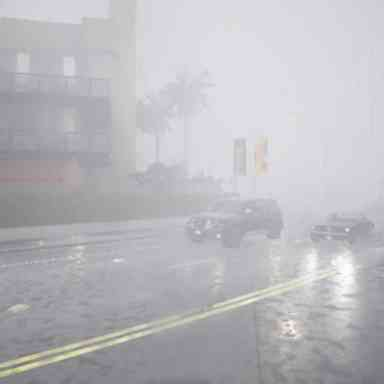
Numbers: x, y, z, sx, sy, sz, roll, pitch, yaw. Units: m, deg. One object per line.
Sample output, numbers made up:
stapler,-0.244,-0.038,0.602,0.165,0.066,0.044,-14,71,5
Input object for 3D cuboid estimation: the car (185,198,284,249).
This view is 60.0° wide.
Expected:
car,2.175,1.295,15.470,2.150,2.045,5.566,0,0,44

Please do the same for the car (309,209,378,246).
car,7.299,1.669,16.027,1.895,1.301,4.718,0,0,39

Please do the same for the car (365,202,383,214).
car,19.464,1.703,34.490,1.994,1.385,4.181,0,0,10
